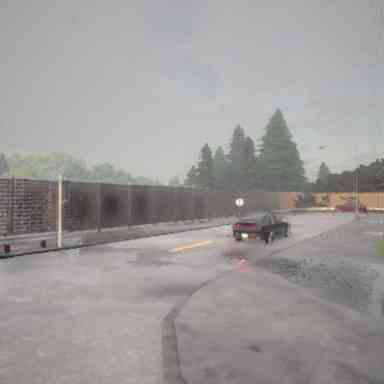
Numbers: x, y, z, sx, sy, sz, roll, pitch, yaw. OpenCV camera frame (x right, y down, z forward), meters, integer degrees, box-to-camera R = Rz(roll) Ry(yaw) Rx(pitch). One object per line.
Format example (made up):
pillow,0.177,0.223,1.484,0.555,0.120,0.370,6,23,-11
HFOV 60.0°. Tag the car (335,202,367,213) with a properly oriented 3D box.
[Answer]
car,24.116,2.258,50.684,2.097,1.767,4.553,2,0,-28

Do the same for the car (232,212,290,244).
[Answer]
car,3.811,1.836,17.833,1.837,1.490,4.892,-1,-1,33
